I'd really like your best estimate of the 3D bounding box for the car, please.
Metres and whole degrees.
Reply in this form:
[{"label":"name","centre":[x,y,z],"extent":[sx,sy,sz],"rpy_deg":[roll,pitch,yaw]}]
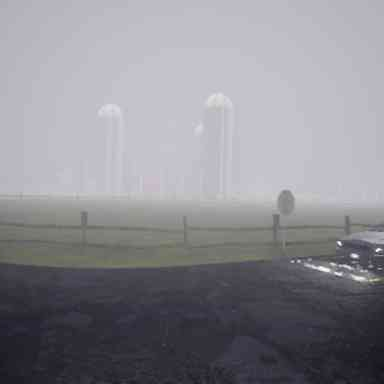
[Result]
[{"label":"car","centre":[7.498,1.659,11.471],"extent":[5.357,1.411,2.033],"rpy_deg":[1,-1,-24]}]
